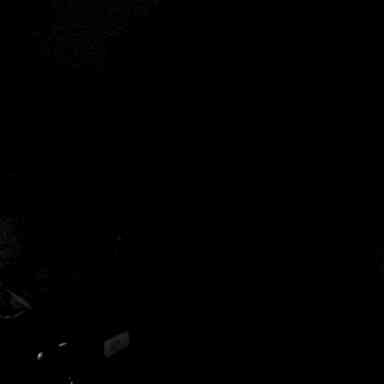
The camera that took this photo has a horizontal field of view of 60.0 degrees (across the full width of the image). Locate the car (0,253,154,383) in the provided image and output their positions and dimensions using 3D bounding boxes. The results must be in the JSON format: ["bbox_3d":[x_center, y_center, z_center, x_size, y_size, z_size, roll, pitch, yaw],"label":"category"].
[{"bbox_3d":[-2.441,1.535,4.532,4.313,1.339,1.947,0,1,36],"label":"car"}]
